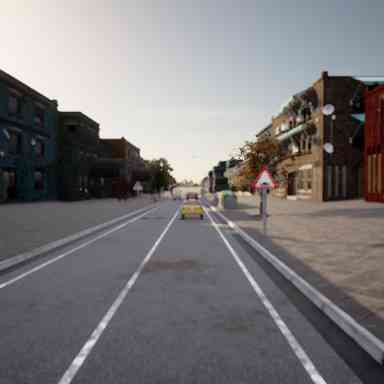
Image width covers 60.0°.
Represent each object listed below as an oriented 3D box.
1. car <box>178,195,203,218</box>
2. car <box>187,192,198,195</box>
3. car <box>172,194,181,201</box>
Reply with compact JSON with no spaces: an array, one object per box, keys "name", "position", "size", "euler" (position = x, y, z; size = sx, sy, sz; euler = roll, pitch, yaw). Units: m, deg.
[{"name":"car","position":[0.038,1.329,29.059],"size":[1.801,1.575,5.366],"euler":[0,0,1]},{"name":"car","position":[0.024,0.991,56.690],"size":[2.150,2.045,5.566],"euler":[0,-1,0]},{"name":"car","position":[-2.975,1.166,68.851],"size":[1.837,1.490,4.892],"euler":[0,0,0]}]
